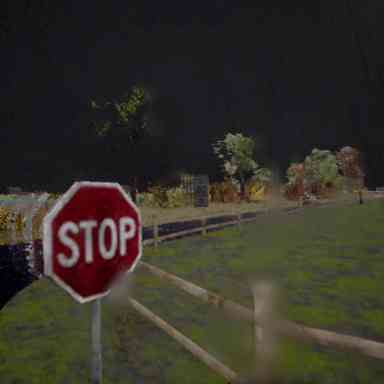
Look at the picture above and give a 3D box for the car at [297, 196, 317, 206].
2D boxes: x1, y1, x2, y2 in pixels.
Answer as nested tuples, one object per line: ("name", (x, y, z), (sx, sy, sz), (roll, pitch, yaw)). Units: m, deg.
("car", (16.634, 1.282, 48.090), (1.994, 1.385, 4.181), (-2, -1, 35))
